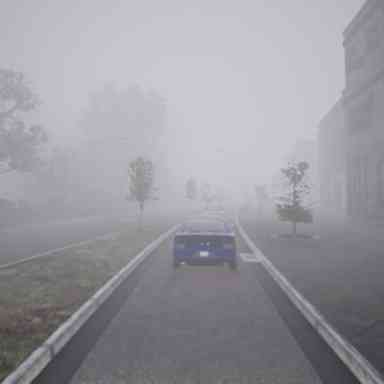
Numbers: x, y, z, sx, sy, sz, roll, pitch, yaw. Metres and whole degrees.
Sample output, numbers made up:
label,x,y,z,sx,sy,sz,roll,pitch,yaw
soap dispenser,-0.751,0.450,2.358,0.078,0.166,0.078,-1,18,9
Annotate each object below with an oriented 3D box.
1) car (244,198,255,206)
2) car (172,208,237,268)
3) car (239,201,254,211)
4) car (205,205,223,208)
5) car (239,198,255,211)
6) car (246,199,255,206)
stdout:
label,x,y,z,sx,sy,sz,roll,pitch,yaw
car,13.871,2.349,79.763,2.435,2.045,5.566,0,-1,11
car,0.456,1.518,11.417,1.882,1.535,5.008,0,0,3
car,8.644,2.145,52.534,2.163,1.488,4.792,0,-1,11
car,1.996,1.833,29.616,1.895,1.301,4.718,0,-1,7
car,7.632,2.016,47.130,2.097,1.535,5.008,-1,-1,10
car,14.904,2.567,85.148,2.185,1.767,4.553,0,-1,11
